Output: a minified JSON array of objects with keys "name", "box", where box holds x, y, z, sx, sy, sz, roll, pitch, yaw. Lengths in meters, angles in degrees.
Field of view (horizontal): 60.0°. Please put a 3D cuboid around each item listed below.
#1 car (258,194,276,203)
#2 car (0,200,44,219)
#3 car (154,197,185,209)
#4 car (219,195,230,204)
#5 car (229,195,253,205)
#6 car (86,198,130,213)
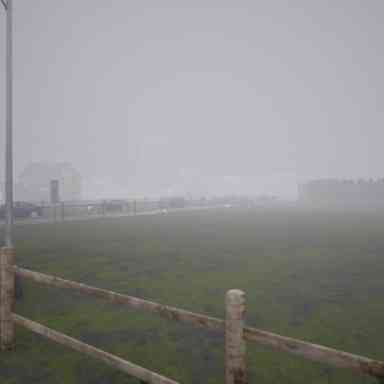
[{"name":"car","box":[13.892,1.063,61.420,2.097,1.767,4.553,-1,0,36]},{"name":"car","box":[-14.164,1.422,25.883,1.882,1.535,5.008,-1,0,36]},{"name":"car","box":[-2.850,1.361,42.260,1.837,1.490,4.892,-1,0,34]},{"name":"car","box":[6.328,1.309,55.436,1.837,1.490,4.892,-1,0,35]},{"name":"car","box":[8.283,1.326,53.255,1.994,1.385,4.181,-1,0,35]},{"name":"car","box":[-8.491,1.393,34.067,2.128,1.511,4.902,-1,0,35]}]
